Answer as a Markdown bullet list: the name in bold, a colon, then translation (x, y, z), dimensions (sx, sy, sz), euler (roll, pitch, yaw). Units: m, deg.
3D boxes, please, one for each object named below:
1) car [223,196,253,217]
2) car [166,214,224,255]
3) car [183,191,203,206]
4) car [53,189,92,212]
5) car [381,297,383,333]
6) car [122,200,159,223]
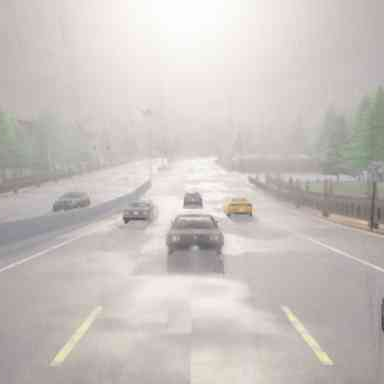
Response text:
- **car**: translation (3.598, 1.024, 26.597), dimensions (1.882, 1.535, 5.008), euler (0, 3, 0)
- **car**: translation (0.099, 1.472, 12.737), dimensions (1.895, 1.301, 4.718), euler (0, 1, 0)
- **car**: translation (0.089, 0.566, 34.801), dimensions (1.994, 1.385, 4.181), euler (0, 5, 0)
- **car**: translation (-10.521, 0.740, 29.419), dimensions (2.097, 1.767, 4.553), euler (0, 4, 0)
- **car**: translation (3.600, 1.462, 2.775), dimensions (2.128, 1.511, 4.902), euler (0, 1, 0)
- **car**: translation (-3.402, 1.258, 22.652), dimensions (2.033, 1.411, 5.357), euler (0, 2, 0)
